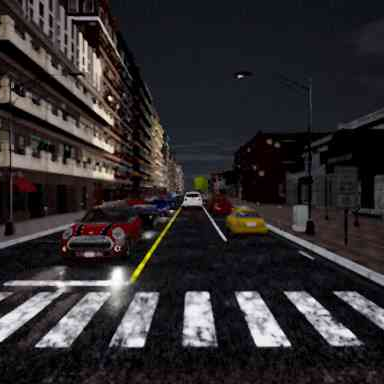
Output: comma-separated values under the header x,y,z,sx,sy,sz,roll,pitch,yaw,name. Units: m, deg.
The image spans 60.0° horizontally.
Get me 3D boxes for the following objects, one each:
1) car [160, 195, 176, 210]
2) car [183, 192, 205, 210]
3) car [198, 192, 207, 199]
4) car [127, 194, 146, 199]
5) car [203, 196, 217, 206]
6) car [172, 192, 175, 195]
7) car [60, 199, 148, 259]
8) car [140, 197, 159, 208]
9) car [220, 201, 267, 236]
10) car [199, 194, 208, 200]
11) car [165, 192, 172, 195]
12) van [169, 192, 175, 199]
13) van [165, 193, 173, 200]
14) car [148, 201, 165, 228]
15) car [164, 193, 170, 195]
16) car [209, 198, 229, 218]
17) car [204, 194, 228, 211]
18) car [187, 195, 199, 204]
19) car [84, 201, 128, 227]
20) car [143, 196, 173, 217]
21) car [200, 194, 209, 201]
x,y,z,sx,sy,sz,roll,pitch,yaw,name
-3.000,1.390,40.328,1.994,1.385,4.181,0,0,0,car
0.100,1.037,40.648,2.150,2.045,5.566,0,0,0,car
2.697,0.975,89.241,2.192,1.841,5.009,0,0,0,car
-5.687,1.174,33.849,2.192,1.841,5.009,0,0,0,car
2.694,1.324,50.467,2.008,1.369,4.403,0,0,0,car
-5.684,1.028,78.163,2.192,1.841,5.009,0,0,0,car
-3.101,1.293,12.312,2.097,1.767,4.553,0,0,0,car
-5.687,1.369,44.928,2.008,1.369,4.403,0,0,0,car
2.692,1.427,17.402,1.752,1.417,4.829,0,0,0,car
2.696,1.239,78.163,2.008,1.369,4.403,0,0,0,car
-5.685,1.185,67.084,1.967,1.590,4.097,0,0,0,car
-5.683,1.013,94.781,1.690,1.788,3.998,0,0,0,van
-5.684,1.039,83.703,1.690,1.788,3.998,0,0,0,van
-3.076,1.504,21.256,1.895,1.301,4.718,0,0,0,car
-5.686,1.307,61.546,1.887,1.381,4.507,0,0,0,car
2.692,1.438,28.311,1.802,1.307,4.206,0,0,0,car
2.693,1.149,33.849,2.192,1.841,5.009,0,0,0,car
0.099,1.300,59.052,2.033,1.411,5.357,0,0,0,car
-5.689,1.430,22.601,1.752,1.417,4.829,0,0,0,car
-3.014,1.391,30.312,1.812,1.442,4.674,0,0,0,car
2.696,1.228,72.794,1.752,1.417,4.829,0,0,0,car
